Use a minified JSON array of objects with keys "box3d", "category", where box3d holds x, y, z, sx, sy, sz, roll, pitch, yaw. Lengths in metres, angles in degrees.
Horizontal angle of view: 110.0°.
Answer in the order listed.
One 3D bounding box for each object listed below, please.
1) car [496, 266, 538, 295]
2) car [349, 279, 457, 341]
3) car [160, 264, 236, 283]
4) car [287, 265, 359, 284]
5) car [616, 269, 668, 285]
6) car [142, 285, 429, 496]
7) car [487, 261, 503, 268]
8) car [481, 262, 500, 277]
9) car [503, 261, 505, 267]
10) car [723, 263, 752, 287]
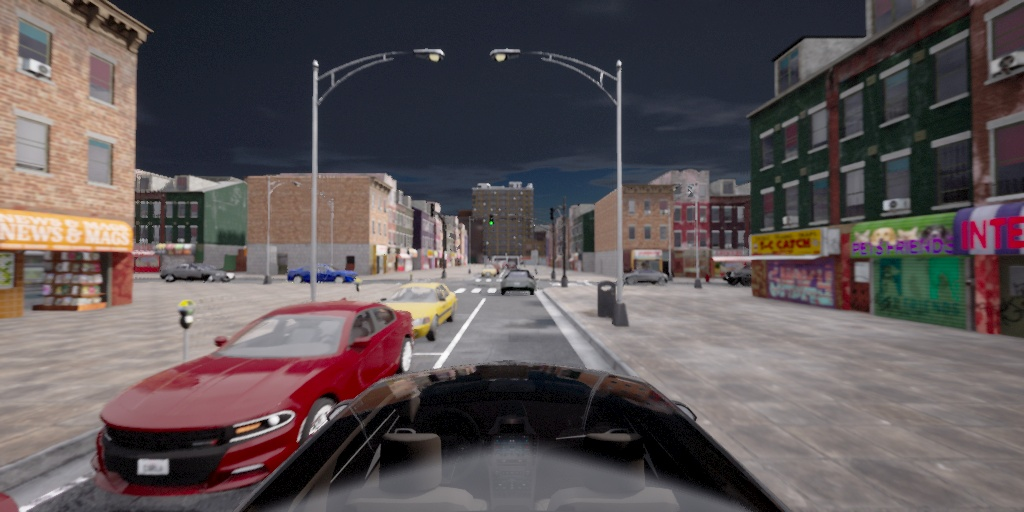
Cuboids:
[{"box3d":[0.493,1.521,21.803,1.994,1.385,4.181,0,-1,6],"category":"car"},{"box3d":[-2.644,1.362,10.199,1.751,1.417,4.829,0,0,0],"category":"car"},{"box3d":[-23.903,1.339,27.404,4.902,1.511,2.128,0,-1,0],"category":"car"},{"box3d":[-14.405,1.393,27.455,5.008,1.535,1.882,0,-1,-2],"category":"car"},{"box3d":[11.008,1.753,30.555,4.181,1.385,1.994,1,-1,-1],"category":"car"},{"box3d":[-2.640,1.326,4.876,1.888,1.381,4.507,0,0,0],"category":"car"},{"box3d":[-2.672,1.564,47.767,2.192,1.841,5.009,0,0,0],"category":"car"},{"box3d":[-2.668,1.711,42.154,1.751,1.417,4.829,0,0,0],"category":"car"},{"box3d":[-2.681,1.932,58.654,2.007,1.370,4.403,0,0,0],"category":"car"},{"box3d":[21.151,1.560,30.616,5.566,2.045,2.150,1,-1,0],"category":"car"}]
